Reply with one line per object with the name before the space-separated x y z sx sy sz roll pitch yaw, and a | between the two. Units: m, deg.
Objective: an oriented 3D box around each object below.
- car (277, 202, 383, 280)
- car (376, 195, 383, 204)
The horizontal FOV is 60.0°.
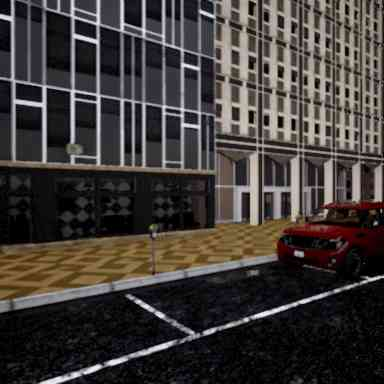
car | 4.785 1.251 9.967 5.009 1.841 2.192 0 1 -36
car | 30.188 1.127 49.309 1.752 1.417 4.829 0 0 -36
